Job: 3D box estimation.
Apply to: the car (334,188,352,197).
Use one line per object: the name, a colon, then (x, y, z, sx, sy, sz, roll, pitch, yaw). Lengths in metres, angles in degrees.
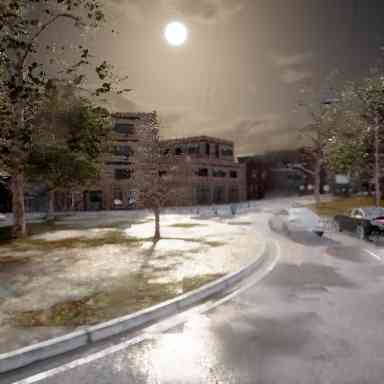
car: (36.131, 0.083, 80.478, 2.150, 2.045, 5.566, -1, 1, 39)

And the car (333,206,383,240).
car: (8.753, 1.473, 16.757, 2.128, 1.511, 4.902, -1, 0, 2)

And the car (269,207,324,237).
car: (5.577, 1.562, 18.064, 1.812, 1.442, 4.674, 0, 0, -1)
